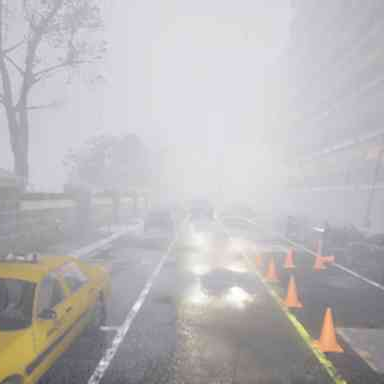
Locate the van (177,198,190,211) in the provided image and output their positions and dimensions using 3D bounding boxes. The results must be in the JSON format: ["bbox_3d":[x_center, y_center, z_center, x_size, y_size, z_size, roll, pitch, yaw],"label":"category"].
[{"bbox_3d":[-1.267,1.885,49.424,1.690,1.788,3.998,2,-1,1],"label":"van"}]

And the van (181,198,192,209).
[{"bbox_3d":[-1.003,2.035,60.681,1.690,1.788,3.998,2,-1,1],"label":"van"}]

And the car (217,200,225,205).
[{"bbox_3d":[8.162,2.918,94.418,1.752,1.417,4.829,1,-1,1],"label":"car"}]

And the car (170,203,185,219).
[{"bbox_3d":[-1.801,1.834,26.911,1.802,1.307,4.206,2,-1,1],"label":"car"}]

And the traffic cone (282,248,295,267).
[{"bbox_3d":[3.230,2.171,11.080,0.340,0.580,0.340,2,-1,1],"label":"traffic cone"}]

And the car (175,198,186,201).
[{"bbox_3d":[-1.533,1.834,38.165,1.967,1.590,4.097,2,-1,1],"label":"car"}]

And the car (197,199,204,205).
[{"bbox_3d":[2.428,2.731,92.520,1.812,1.442,4.674,2,-1,1],"label":"car"}]

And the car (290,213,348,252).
[{"bbox_3d":[6.310,1.902,15.454,2.008,1.369,4.403,2,-1,1],"label":"car"}]

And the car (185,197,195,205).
[{"bbox_3d":[-0.474,2.314,83.194,2.192,1.841,5.009,2,-1,1],"label":"car"}]

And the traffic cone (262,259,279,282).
[{"bbox_3d":[2.184,2.120,9.104,0.340,0.580,0.340,2,-1,1],"label":"traffic cone"}]

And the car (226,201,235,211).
[{"bbox_3d":[7.237,2.291,54.852,1.967,1.590,4.097,2,-1,1],"label":"car"}]

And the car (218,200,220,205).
[{"bbox_3d":[7.896,2.671,82.993,1.967,1.590,4.097,1,-1,1],"label":"car"}]

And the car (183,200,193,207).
[{"bbox_3d":[-0.746,2.410,71.935,1.947,1.339,4.313,2,-1,1],"label":"car"}]

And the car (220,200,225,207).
[{"bbox_3d":[7.629,2.643,71.736,1.947,1.339,4.313,2,-1,1],"label":"car"}]

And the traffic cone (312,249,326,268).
[{"bbox_3d":[4.229,2.199,11.057,0.340,0.580,0.340,2,-1,1],"label":"traffic cone"}]

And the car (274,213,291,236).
[{"bbox_3d":[6.443,1.962,21.083,1.887,1.381,4.507,2,-1,1],"label":"car"}]

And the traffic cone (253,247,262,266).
[{"bbox_3d":[2.231,2.143,11.104,0.340,0.580,0.340,2,-1,1],"label":"traffic cone"}]

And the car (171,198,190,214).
[{"bbox_3d":[-1.398,1.784,43.796,2.192,1.841,5.009,2,-1,1],"label":"car"}]

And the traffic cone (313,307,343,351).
[{"bbox_3d":[2.090,2.072,5.106,0.340,0.580,0.340,2,-1,1],"label":"traffic cone"}]

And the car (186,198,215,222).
[{"bbox_3d":[0.906,1.592,30.784,2.150,2.045,5.566,2,-1,2],"label":"car"}]

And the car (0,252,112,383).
[{"bbox_3d":[-2.332,1.509,4.227,1.752,1.417,4.829,2,-1,1],"label":"car"}]

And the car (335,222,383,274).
[{"bbox_3d":[6.178,1.850,9.825,1.947,1.339,4.313,2,-1,1],"label":"car"}]

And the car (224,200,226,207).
[{"bbox_3d":[7.365,2.508,60.479,1.802,1.307,4.206,2,-1,1],"label":"car"}]

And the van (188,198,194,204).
[{"bbox_3d":[-0.212,2.499,94.449,1.690,1.788,3.998,1,-1,1],"label":"van"}]

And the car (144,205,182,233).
[{"bbox_3d":[-1.932,1.751,21.283,1.947,1.339,4.313,2,-1,1],"label":"car"}]

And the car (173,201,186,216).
[{"bbox_3d":[-1.668,1.865,32.538,1.887,1.381,4.507,2,-1,1],"label":"car"}]

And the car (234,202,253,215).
[{"bbox_3d":[6.969,2.283,43.593,1.802,1.307,4.206,2,-1,1],"label":"car"}]

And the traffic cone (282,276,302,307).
[{"bbox_3d":[2.137,2.096,7.105,0.340,0.580,0.340,2,-1,1],"label":"traffic cone"}]
